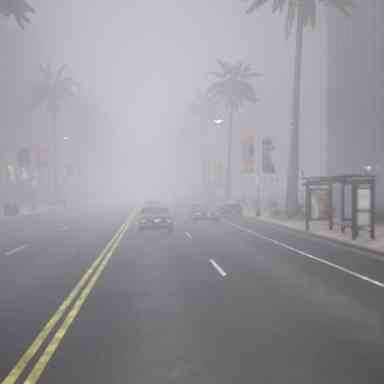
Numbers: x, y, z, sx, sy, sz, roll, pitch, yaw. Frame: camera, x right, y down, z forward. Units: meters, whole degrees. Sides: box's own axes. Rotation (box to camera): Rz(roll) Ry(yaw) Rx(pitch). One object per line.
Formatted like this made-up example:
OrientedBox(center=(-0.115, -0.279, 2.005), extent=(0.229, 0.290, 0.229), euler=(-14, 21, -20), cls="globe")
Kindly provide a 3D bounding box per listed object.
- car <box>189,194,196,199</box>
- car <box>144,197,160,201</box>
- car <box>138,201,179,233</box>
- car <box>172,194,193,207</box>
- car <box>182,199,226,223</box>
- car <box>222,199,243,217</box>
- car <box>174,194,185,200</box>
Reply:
OrientedBox(center=(-0.624, 1.134, 58.487), extent=(2.185, 1.767, 4.553), euler=(0, 0, -7), cls="car")
OrientedBox(center=(-5.040, 1.375, 41.879), extent=(1.812, 1.442, 4.674), euler=(0, 0, -7), cls="car")
OrientedBox(center=(-2.100, 1.478, 18.994), extent=(2.033, 1.411, 5.357), euler=(0, 0, -7), cls="car")
OrientedBox(center=(-1.598, 1.388, 42.572), extent=(2.033, 1.411, 5.357), euler=(0, 0, -8), cls="car")
OrientedBox(center=(0.740, 1.454, 24.349), extent=(2.033, 1.411, 5.357), euler=(0, 0, -7), cls="car")
OrientedBox(center=(3.109, 1.365, 29.350), extent=(2.231, 1.521, 4.892), euler=(0, 0, -7), cls="car")
OrientedBox(center=(-3.112, 1.214, 80.277), extent=(2.161, 1.482, 4.786), euler=(0, 0, -7), cls="car")
